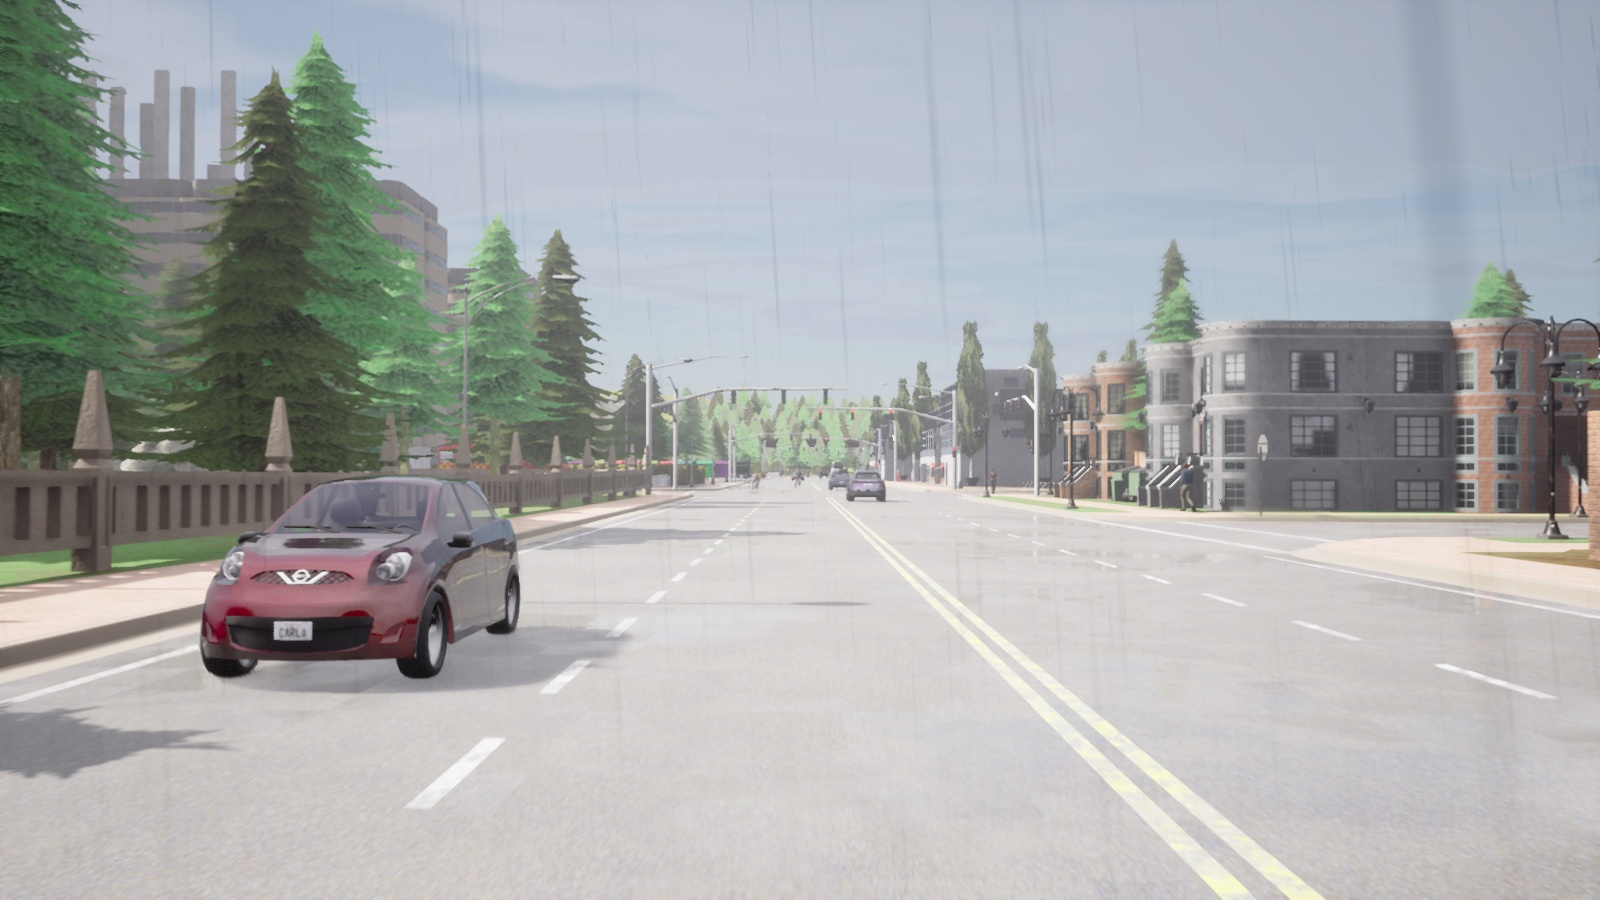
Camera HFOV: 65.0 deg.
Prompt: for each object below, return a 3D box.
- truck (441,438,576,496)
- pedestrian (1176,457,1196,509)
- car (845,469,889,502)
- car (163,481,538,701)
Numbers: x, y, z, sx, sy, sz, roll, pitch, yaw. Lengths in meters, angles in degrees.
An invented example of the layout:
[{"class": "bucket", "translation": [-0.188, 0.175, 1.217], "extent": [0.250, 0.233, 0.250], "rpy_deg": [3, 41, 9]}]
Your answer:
[{"class": "truck", "translation": [-19.667, 1.167, 84.977], "extent": [8.468, 3.827, 2.891], "rpy_deg": [0, -1, 0]}, {"class": "pedestrian", "translation": [13.693, 1.171, 44.561], "extent": [0.370, 1.835, 0.726], "rpy_deg": [0, -1, -12]}, {"class": "car", "translation": [3.477, 1.849, 65.738], "extent": [2.033, 1.649, 4.856], "rpy_deg": [0, -1, 0]}, {"class": "car", "translation": [-3.504, 1.022, 10.555], "extent": [1.845, 1.501, 3.633], "rpy_deg": [0, -1, 0]}]
